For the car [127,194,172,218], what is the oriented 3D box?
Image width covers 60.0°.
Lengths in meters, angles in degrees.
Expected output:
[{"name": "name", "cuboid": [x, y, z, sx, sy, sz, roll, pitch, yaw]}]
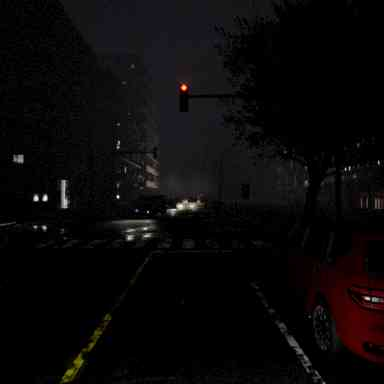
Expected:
[{"name": "car", "cuboid": [-3.951, 1.229, 30.538, 2.150, 2.045, 5.566, 0, 0, 14]}]

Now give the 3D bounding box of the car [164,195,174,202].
[{"name": "car", "cuboid": [-5.676, 1.507, 82.503, 1.967, 1.590, 4.097, 0, 0, 0]}]

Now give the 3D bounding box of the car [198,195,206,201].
[{"name": "car", "cuboid": [2.705, 1.621, 88.034, 1.887, 1.381, 4.507, 0, 0, 0]}]

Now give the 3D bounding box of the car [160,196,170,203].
[{"name": "car", "cuboid": [-5.677, 1.632, 71.437, 1.802, 1.307, 4.206, 0, 0, 0]}]

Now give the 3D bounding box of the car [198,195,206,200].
[{"name": "car", "cuboid": [2.706, 1.638, 93.567, 2.008, 1.369, 4.403, 0, 0, 0]}]

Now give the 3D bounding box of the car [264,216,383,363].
[{"name": "car", "cuboid": [2.694, 1.315, 5.852, 2.192, 1.841, 5.009, 0, 0, 0]}]

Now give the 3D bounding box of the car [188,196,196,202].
[{"name": "car", "cuboid": [0.015, 1.657, 79.320, 1.895, 1.301, 4.718, 0, 0, 0]}]

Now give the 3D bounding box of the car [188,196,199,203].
[{"name": "car", "cuboid": [0.115, 1.612, 69.419, 1.994, 1.385, 4.181, 0, 0, 0]}]

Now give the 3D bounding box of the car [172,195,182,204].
[{"name": "car", "cuboid": [-3.018, 1.608, 66.371, 1.994, 1.385, 4.181, 0, 0, 1]}]

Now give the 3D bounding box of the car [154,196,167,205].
[{"name": "car", "cuboid": [-5.679, 1.476, 60.372, 1.967, 1.590, 4.097, 0, 0, 0]}]

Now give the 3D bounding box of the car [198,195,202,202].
[{"name": "car", "cuboid": [2.702, 1.625, 65.903, 1.802, 1.307, 4.206, 0, 0, 0]}]

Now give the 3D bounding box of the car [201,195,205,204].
[{"name": "car", "cuboid": [2.699, 1.548, 49.475, 1.752, 1.417, 4.829, 0, 0, 0]}]

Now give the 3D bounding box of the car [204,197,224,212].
[{"name": "car", "cuboid": [2.698, 1.557, 38.240, 1.887, 1.381, 4.507, 0, 0, 0]}]

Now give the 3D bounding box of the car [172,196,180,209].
[{"name": "car", "cuboid": [-3.091, 1.582, 45.358, 1.994, 1.385, 4.181, 0, 0, 0]}]

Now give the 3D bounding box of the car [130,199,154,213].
[{"name": "car", "cuboid": [-5.682, 1.563, 38.241, 2.008, 1.369, 4.403, 0, 0, 0]}]

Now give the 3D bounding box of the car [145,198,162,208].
[{"name": "car", "cuboid": [-5.681, 1.573, 49.307, 2.008, 1.369, 4.403, 0, 0, 0]}]

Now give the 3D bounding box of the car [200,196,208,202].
[{"name": "car", "cuboid": [2.704, 1.584, 77.139, 1.752, 1.417, 4.829, 0, 0, 0]}]

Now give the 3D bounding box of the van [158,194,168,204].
[{"name": "van", "cuboid": [-5.678, 1.384, 65.905, 1.690, 1.788, 3.998, 0, 0, 0]}]
